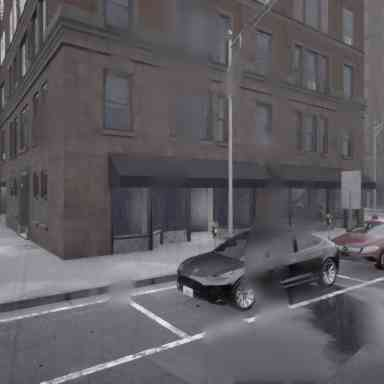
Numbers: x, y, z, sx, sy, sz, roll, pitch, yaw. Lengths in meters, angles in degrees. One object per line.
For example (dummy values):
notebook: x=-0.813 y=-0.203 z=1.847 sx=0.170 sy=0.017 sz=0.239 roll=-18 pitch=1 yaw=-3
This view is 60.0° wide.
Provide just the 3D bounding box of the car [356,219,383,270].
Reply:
car: x=6.174 y=1.582 z=10.939 sx=4.206 sy=1.307 sz=1.802 roll=0 pitch=0 yaw=-35

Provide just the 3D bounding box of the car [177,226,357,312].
car: x=1.695 y=1.566 z=7.744 sx=4.313 sy=1.339 sz=1.947 roll=0 pitch=0 yaw=-36
